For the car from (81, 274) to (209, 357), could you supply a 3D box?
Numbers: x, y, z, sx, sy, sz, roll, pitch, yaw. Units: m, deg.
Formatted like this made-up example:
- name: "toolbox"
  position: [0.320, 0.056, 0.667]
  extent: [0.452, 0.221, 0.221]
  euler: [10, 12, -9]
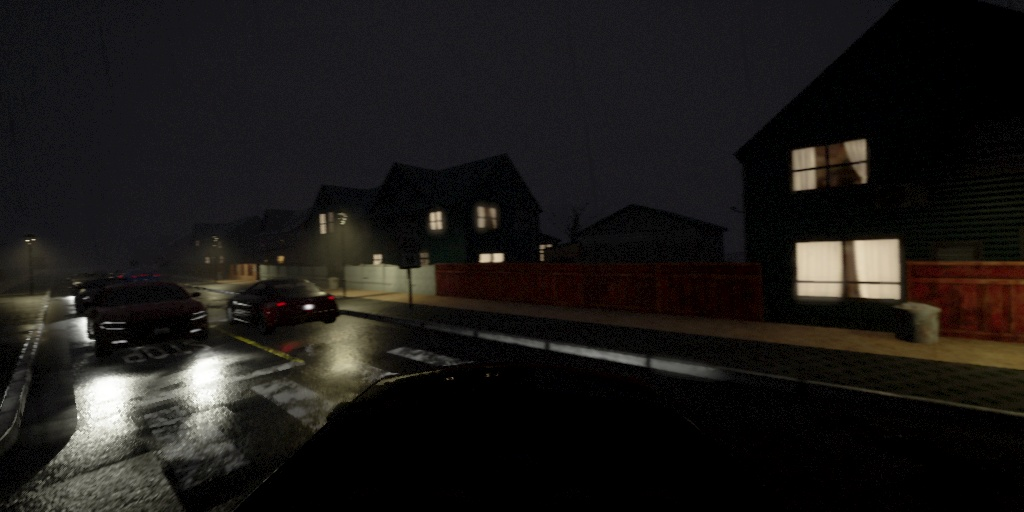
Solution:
- name: "car"
  position: [-9.719, 1.425, 9.479]
  extent: [5.008, 1.535, 1.882]
  euler: [-1, 1, 38]

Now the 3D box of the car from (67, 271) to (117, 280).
- name: "car"
  position: [-29.566, 1.836, 25.188]
  extent: [4.892, 1.490, 1.837]
  euler: [-1, 1, 39]

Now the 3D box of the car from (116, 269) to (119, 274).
- name: "car"
  position: [-38.879, 2.000, 36.148]
  extent: [5.357, 1.411, 2.033]
  euler: [-1, 1, 38]

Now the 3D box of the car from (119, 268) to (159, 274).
- name: "car"
  position: [-30.915, 1.775, 29.908]
  extent: [5.008, 1.535, 1.882]
  euler: [-1, 1, 39]

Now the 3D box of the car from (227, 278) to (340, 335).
- name: "car"
  position: [-7.154, 1.402, 11.087]
  extent: [4.181, 1.385, 1.994]
  euler: [-1, 1, 38]

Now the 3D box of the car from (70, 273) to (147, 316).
- name: "car"
  position: [-17.590, 1.663, 15.702]
  extent: [4.181, 1.385, 1.994]
  euler: [-1, 1, 38]
